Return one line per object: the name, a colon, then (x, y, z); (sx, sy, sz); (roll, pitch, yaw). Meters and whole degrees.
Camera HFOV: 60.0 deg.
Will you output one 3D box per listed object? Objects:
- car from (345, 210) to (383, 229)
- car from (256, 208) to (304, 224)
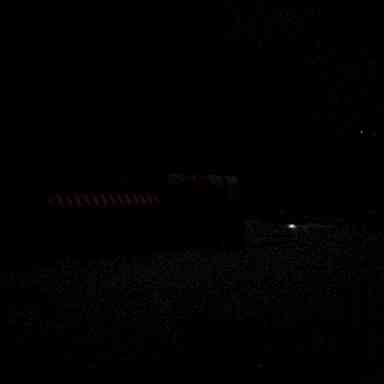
car: (14.058, 2.082, 24.904); (2.128, 1.511, 4.902); (0, -2, -35)
car: (8.532, 2.348, 32.623); (1.882, 1.535, 5.008); (0, -2, -36)
